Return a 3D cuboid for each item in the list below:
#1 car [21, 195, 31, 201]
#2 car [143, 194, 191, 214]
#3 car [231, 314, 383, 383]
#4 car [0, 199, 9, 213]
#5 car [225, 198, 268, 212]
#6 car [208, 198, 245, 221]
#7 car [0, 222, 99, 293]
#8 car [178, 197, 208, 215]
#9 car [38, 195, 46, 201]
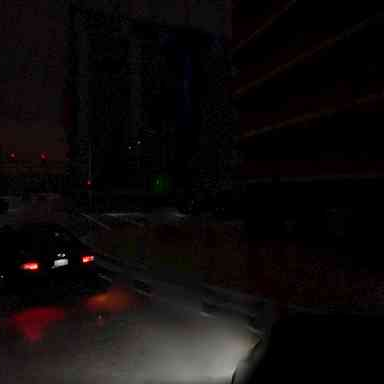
[{"bbox_3d":[-40.176,1.525,80.618,2.128,1.511,4.902,0,0,-23],"label":"car"},{"bbox_3d":[-2.527,1.277,36.489,5.566,2.045,2.150,0,0,-23],"label":"car"},{"bbox_3d":[2.873,1.547,2.017,5.357,1.411,2.033,0,0,35],"label":"car"},{"bbox_3d":[-21.601,1.493,36.756,2.128,1.511,4.902,0,0,-20],"label":"car"},{"bbox_3d":[6.624,1.560,40.289,4.892,1.490,1.837,0,0,-23],"label":"car"},{"bbox_3d":[4.048,1.407,27.634,4.553,1.767,2.097,0,0,-23],"label":"car"},{"bbox_3d":[-4.351,1.547,9.033,2.033,1.411,5.357,0,0,-39],"label":"car"},{"bbox_3d":[1.464,1.560,34.357,4.892,1.490,1.837,0,0,-23],"label":"car"},{"bbox_3d":[-37.089,1.540,82.302,2.033,1.411,5.357,0,0,-23],"label":"car"}]
